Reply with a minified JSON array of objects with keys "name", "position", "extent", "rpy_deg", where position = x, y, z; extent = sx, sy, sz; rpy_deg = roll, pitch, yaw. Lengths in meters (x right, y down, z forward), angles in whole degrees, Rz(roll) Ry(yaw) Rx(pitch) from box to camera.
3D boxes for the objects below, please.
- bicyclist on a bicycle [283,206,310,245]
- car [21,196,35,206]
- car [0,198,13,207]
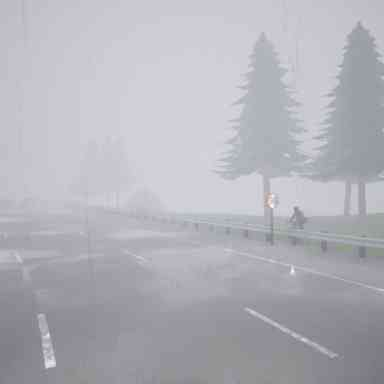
[{"name":"bicyclist on a bicycle","position":[4.427,1.437,13.953],"extent":[1.656,1.620,0.582],"rpy_deg":[7,-3,-31]},{"name":"car","position":[-28.070,1.505,56.868],"extent":[1.837,1.490,4.892],"rpy_deg":[0,0,-32]},{"name":"car","position":[-29.634,1.601,52.750],"extent":[1.895,1.301,4.718],"rpy_deg":[0,0,-32]}]
